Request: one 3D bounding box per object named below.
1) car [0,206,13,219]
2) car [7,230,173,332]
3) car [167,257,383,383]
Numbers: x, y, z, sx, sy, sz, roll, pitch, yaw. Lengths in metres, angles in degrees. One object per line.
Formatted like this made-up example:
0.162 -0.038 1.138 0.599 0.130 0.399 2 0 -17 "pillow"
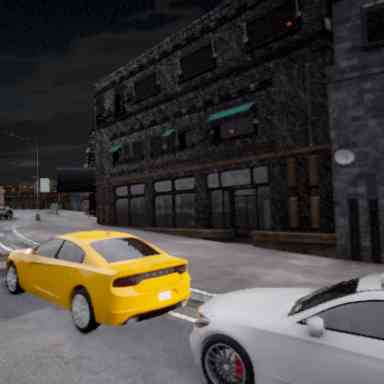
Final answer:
-21.664 2.332 37.841 2.128 1.511 4.902 -1 -1 -21 "car"
-2.276 1.569 7.166 5.008 1.535 1.882 0 -1 43 "car"
2.138 1.607 3.515 4.674 1.442 1.812 0 -1 37 "car"
